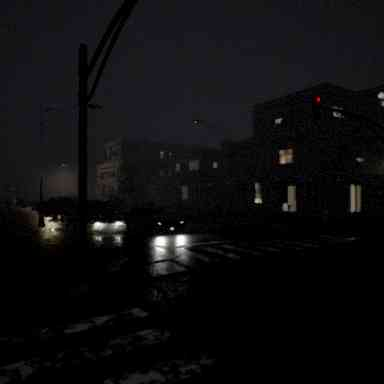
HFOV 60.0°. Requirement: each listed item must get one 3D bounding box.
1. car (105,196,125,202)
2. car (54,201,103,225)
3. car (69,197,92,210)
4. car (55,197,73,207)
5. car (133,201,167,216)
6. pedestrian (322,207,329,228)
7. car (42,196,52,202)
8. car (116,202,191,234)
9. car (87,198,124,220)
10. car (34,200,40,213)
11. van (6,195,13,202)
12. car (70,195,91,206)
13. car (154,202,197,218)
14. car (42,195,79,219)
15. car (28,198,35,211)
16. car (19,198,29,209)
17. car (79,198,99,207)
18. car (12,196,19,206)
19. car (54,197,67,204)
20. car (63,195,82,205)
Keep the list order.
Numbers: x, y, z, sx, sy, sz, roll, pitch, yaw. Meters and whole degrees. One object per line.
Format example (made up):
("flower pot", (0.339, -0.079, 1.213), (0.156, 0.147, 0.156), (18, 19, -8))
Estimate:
("car", (-10.250, 1.389, 42.899), (2.192, 1.841, 5.009), (0, 0, -32))
("car", (-8.410, 1.566, 24.386), (2.008, 1.369, 4.403), (1, 0, -32))
("car", (-15.617, 1.555, 46.407), (1.882, 1.535, 5.008), (0, 0, -32))
("car", (-21.235, 1.606, 55.151), (1.837, 1.490, 4.892), (0, 0, -32))
("car", (-4.308, 1.635, 33.554), (1.802, 1.307, 4.206), (1, 0, -32))
("pedestrian", (7.952, 1.453, 19.756), (0.375, 1.300, 0.375), (1, -1, -32))
("car", (-36.994, 1.776, 84.948), (1.802, 1.307, 4.206), (0, 0, -32))
("car", (-2.469, 1.559, 19.866), (2.033, 1.411, 5.357), (0, 0, -33))
("car", (-7.828, 1.507, 28.285), (1.882, 1.535, 5.008), (0, 0, -32))
("car", (-14.353, 1.586, 33.731), (2.008, 1.369, 4.403), (1, 0, -32))
("van", (-44.066, 1.507, 80.454), (1.690, 1.788, 3.998), (0, 0, -32))
("car", (-19.165, 1.426, 56.917), (2.192, 1.841, 5.009), (0, 0, -32))
("car", (-1.428, 1.569, 29.025), (1.752, 1.417, 4.829), (1, 0, -32))
("car", (-11.380, 1.340, 29.060), (2.192, 1.841, 5.009), (1, 0, -32))
("car", (-17.324, 1.591, 38.403), (1.887, 1.381, 4.507), (1, 0, -32))
("car", (-23.176, 1.595, 47.604), (1.752, 1.417, 4.829), (1, 0, -32))
("car", (-16.285, 1.624, 52.386), (1.752, 1.417, 4.829), (0, 0, -32))
("car", (-29.210, 1.661, 57.092), (1.947, 1.339, 4.313), (0, 0, -32))
("car", (-28.080, 1.717, 70.931), (1.947, 1.339, 4.313), (0, 0, -32))
("car", (-22.136, 1.439, 61.588), (2.192, 1.841, 5.009), (0, 0, -32))
